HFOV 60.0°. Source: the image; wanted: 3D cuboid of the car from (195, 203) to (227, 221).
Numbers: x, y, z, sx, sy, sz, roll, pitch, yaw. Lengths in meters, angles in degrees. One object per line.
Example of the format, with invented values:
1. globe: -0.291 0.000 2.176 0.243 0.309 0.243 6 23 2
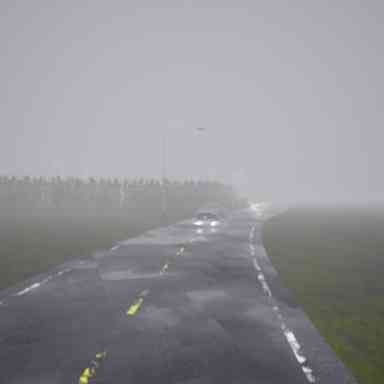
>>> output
1. car: 1.818 1.673 29.326 2.033 1.411 5.357 0 0 17
